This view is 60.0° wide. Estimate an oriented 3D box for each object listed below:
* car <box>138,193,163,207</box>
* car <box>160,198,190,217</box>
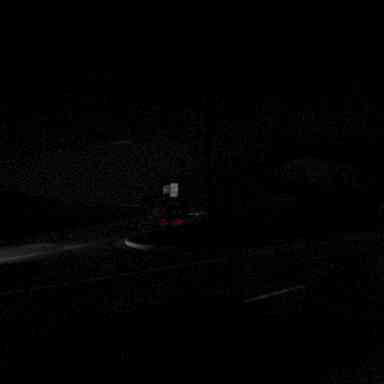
[{"bbox_3d":[-6.142,1.161,49.978,2.150,2.045,5.566,0,0,-32],"label":"car"},{"bbox_3d":[-1.323,1.484,30.467,1.812,1.442,4.674,0,0,6],"label":"car"}]
